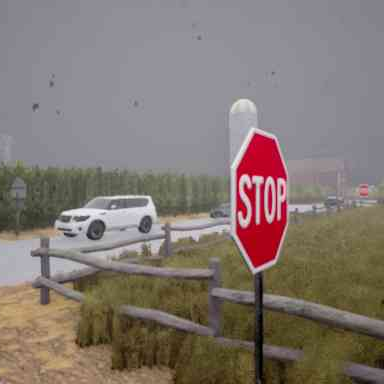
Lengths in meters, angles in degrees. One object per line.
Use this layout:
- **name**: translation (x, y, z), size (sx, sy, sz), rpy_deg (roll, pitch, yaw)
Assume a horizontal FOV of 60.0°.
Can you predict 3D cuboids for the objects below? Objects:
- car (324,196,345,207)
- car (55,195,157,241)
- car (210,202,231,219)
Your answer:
- **car**: translation (18.723, 1.293, 43.747), size (1.837, 1.490, 4.892), rpy_deg (0, 0, 36)
- **car**: translation (-4.185, 1.205, 17.277), size (2.150, 2.045, 5.566), rpy_deg (0, 0, 36)
- **car**: translation (3.237, 1.531, 27.650), size (1.994, 1.385, 4.181), rpy_deg (0, 0, 36)
